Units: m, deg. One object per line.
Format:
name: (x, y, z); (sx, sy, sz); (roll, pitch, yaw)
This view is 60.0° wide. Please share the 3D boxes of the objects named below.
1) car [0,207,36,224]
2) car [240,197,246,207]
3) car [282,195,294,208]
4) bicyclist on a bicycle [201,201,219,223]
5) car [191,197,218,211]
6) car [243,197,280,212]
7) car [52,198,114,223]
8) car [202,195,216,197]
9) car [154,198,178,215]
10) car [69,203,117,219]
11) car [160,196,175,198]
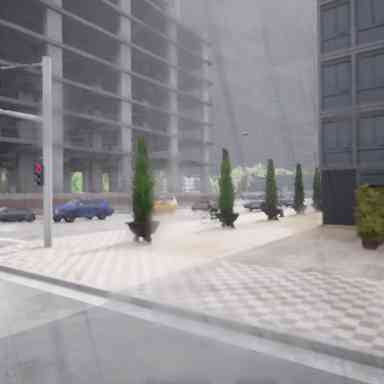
car: (-15.291, 1.923, 27.617); (1.994, 1.385, 4.181); (-1, -1, 36)
car: (9.328, 1.867, 49.425); (1.895, 1.301, 4.718); (-1, -1, 36)
car: (16.282, 1.712, 52.989); (2.128, 1.511, 4.902); (-1, -1, 36)
bicyclist on a bicycle: (1.305, 1.463, 24.143); (1.656, 1.620, 0.582); (-1, -1, 36)
car: (1.786, 1.838, 45.208); (1.812, 1.442, 4.674); (-1, -1, 36)
car: (9.026, 1.714, 42.964); (2.128, 1.511, 4.902); (-1, 0, 36)
car: (-9.778, 1.536, 29.270); (2.150, 2.045, 5.566); (-1, -1, 36)
car: (2.500, 1.578, 52.121); (2.150, 2.045, 5.566); (-1, -1, 36)
car: (-3.912, 1.791, 37.364); (1.882, 1.535, 5.008); (-1, -1, 36)
car: (-10.224, 1.884, 34.613); (1.812, 1.442, 4.674); (-1, 0, 36)
car: (-4.176, 1.579, 42.968); (2.150, 2.045, 5.566); (-1, -1, 36)
